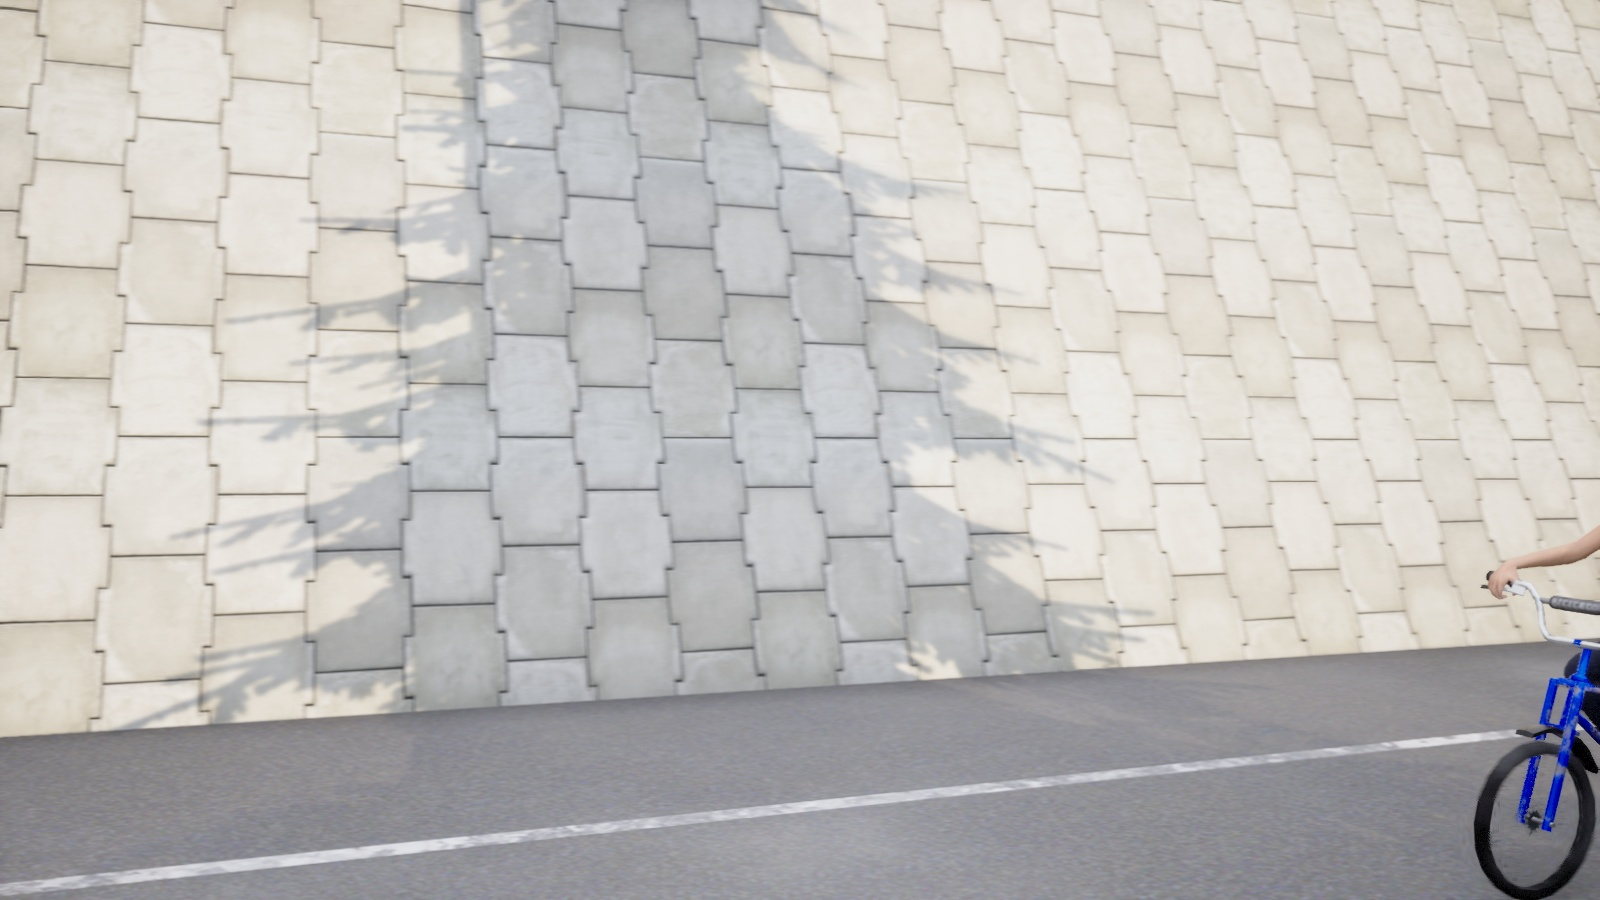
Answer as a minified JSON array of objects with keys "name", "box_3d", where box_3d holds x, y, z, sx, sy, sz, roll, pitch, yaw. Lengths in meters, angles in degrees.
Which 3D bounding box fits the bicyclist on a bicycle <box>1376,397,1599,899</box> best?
[{"name":"bicyclist on a bicycle","box_3d":[2.917,0.632,4.341,1.509,1.612,0.866,-1,1,-20]}]
